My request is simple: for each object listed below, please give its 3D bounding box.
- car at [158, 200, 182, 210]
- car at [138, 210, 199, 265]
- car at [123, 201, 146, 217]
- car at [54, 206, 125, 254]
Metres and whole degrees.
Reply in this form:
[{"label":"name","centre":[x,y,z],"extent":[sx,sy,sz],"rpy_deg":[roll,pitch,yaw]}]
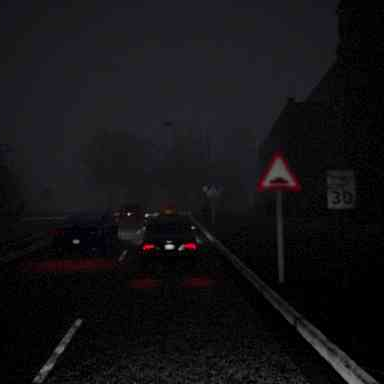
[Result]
[{"label":"car","centre":[-2.123,1.534,31.279],"extent":[1.882,1.535,5.008],"rpy_deg":[-1,0,-1]},{"label":"car","centre":[-0.828,1.622,11.978],"extent":[2.033,1.411,5.357],"rpy_deg":[0,0,-4]},{"label":"car","centre":[-5.347,1.592,30.300],"extent":[1.837,1.490,4.892],"rpy_deg":[-1,0,-1]},{"label":"car","centre":[-4.255,1.575,14.144],"extent":[1.882,1.535,5.008],"rpy_deg":[0,0,-4]}]
